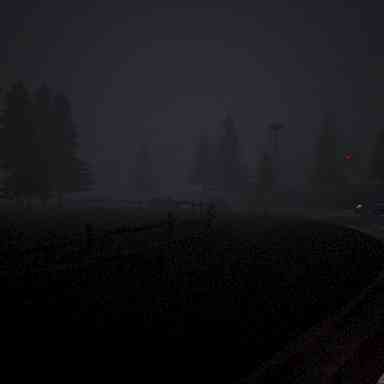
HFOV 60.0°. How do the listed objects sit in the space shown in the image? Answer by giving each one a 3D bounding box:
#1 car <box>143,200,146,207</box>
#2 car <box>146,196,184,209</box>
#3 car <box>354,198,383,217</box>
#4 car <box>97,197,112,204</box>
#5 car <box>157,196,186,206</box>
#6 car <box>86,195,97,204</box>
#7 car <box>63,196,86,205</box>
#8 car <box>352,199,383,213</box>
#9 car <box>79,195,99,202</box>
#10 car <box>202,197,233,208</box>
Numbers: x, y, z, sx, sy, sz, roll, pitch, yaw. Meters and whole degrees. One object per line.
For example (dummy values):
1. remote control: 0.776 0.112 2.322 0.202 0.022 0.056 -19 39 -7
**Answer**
1. car: -5.296 1.477 49.673 5.008 1.535 1.882 0 0 41
2. car: -3.468 1.526 43.468 4.674 1.442 1.812 0 0 41
3. car: 17.349 1.352 30.103 4.553 1.767 2.097 0 0 41
4. car: -17.452 1.564 64.805 4.181 1.385 1.994 0 0 41
5. car: -3.593 1.477 57.453 5.008 1.535 1.882 0 0 41
6. car: -20.461 1.564 62.780 4.181 1.385 1.994 0 0 41
7. car: -21.354 1.601 58.925 4.718 1.301 1.895 0 0 41
8. car: 20.283 1.564 36.819 4.181 1.385 1.994 0 0 41
9. car: -22.893 1.478 74.002 5.008 1.535 1.882 0 0 41
10. car: 3.479 1.491 46.716 4.902 1.511 2.128 0 0 41
